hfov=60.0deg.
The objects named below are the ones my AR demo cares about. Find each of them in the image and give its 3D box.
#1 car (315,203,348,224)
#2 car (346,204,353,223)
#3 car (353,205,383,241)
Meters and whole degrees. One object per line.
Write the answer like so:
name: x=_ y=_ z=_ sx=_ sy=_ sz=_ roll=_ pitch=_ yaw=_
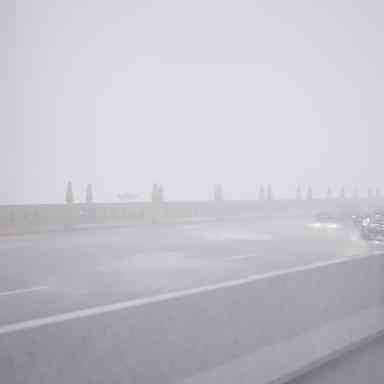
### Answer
car: x=11.079 y=1.538 z=24.741 sx=4.181 sy=1.385 sz=1.994 roll=0 pitch=0 yaw=-35
car: x=12.188 y=1.577 z=21.253 sx=4.718 sy=1.301 sz=1.895 roll=0 pitch=0 yaw=-35
car: x=9.717 y=1.334 z=15.206 sx=4.553 sy=1.767 sz=2.097 roll=0 pitch=0 yaw=-35
